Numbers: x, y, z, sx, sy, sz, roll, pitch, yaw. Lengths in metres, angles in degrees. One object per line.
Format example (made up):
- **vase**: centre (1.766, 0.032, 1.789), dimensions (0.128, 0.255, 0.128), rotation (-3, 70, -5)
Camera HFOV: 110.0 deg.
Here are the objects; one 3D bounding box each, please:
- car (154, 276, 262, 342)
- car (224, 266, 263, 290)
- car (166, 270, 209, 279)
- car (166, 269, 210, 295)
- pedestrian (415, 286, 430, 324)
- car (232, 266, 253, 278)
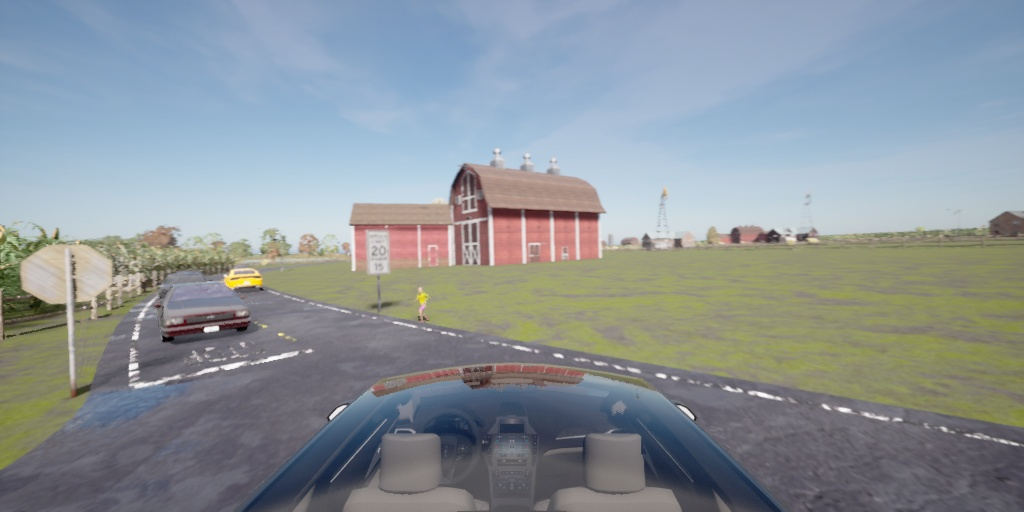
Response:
- **car**: centre (-9.597, 1.528, 11.029), dimensions (5.357, 1.411, 2.033), rotation (-1, 1, 44)
- **car**: centre (-18.996, 1.654, 25.345), dimensions (1.882, 1.535, 5.008), rotation (-2, 1, -41)
- **car**: centre (-16.676, 1.632, 18.346), dimensions (1.882, 1.535, 5.008), rotation (-2, 1, -43)
- **car**: centre (-23.502, 1.801, 26.162), dimensions (2.128, 1.511, 4.902), rotation (-2, 1, -39)
- **pedestrian**: centre (-2.620, 1.430, 10.644), dimensions (0.500, 1.100, 0.500), rotation (0, 2, 43)
- **car**: centre (-34.808, 2.011, 46.378), dimensions (1.812, 1.442, 4.674), rotation (-2, 0, -33)
